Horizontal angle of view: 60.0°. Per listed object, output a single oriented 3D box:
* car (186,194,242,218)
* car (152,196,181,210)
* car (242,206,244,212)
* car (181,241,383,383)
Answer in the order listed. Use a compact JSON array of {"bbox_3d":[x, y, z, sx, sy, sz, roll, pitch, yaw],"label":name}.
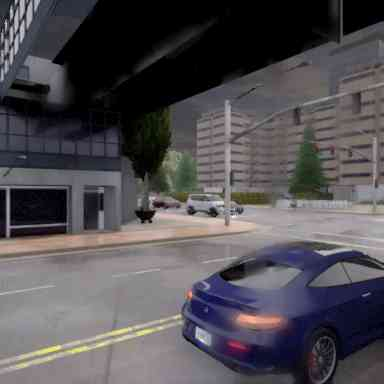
[{"bbox_3d":[1.658,1.219,30.970,2.150,2.045,5.566,0,0,-36],"label":"car"},{"bbox_3d":[-3.357,1.350,43.902,2.097,1.767,4.553,0,0,-36],"label":"car"},{"bbox_3d":[3.326,1.502,34.637,1.837,1.490,4.892,0,0,-36],"label":"car"},{"bbox_3d":[2.014,1.525,5.234,4.674,1.442,1.812,0,0,-35],"label":"car"}]
